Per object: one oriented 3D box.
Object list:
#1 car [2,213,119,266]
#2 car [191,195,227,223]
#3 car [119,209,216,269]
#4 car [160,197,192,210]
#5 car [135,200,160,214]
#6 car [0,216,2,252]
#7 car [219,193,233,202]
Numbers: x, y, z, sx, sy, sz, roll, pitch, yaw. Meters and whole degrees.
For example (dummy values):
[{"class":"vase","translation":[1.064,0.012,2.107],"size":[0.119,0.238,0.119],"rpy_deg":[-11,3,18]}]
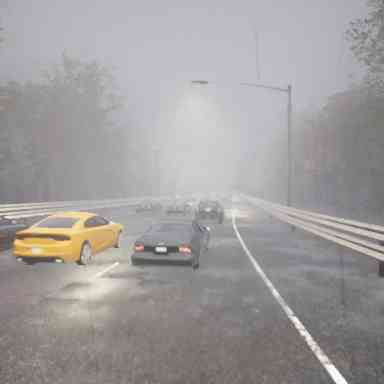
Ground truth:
[{"class":"car","translation":[-3.949,1.454,11.609],"size":[1.882,1.535,5.008],"rpy_deg":[0,0,7]},{"class":"car","translation":[1.435,1.354,26.009],"size":[2.097,1.767,4.553],"rpy_deg":[0,0,7]},{"class":"car","translation":[-0.480,1.544,11.146],"size":[2.033,1.411,5.357],"rpy_deg":[0,0,7]},{"class":"car","translation":[-1.264,1.528,32.490],"size":[2.033,1.411,5.357],"rpy_deg":[0,0,7]},{"class":"car","translation":[-4.476,1.504,34.920],"size":[2.033,1.411,5.357],"rpy_deg":[0,0,7]},{"class":"car","translation":[-7.425,1.512,12.019],"size":[1.994,1.385,4.181],"rpy_deg":[0,0,7]},{"class":"car","translation":[7.604,1.532,73.927],"size":[2.033,1.411,5.357],"rpy_deg":[0,0,7]}]
